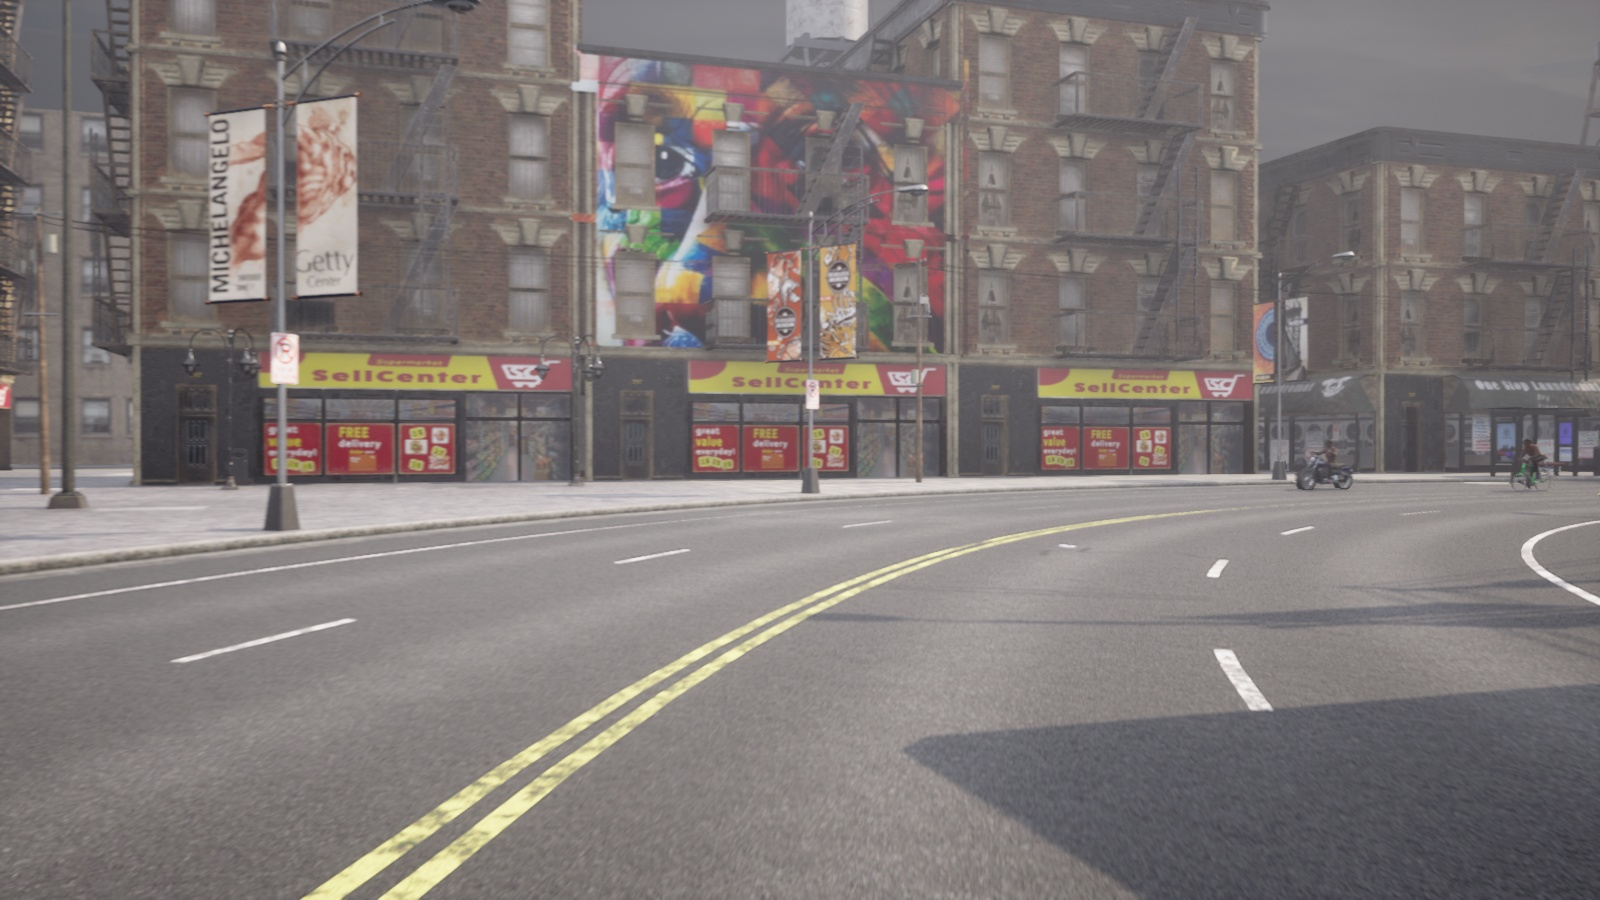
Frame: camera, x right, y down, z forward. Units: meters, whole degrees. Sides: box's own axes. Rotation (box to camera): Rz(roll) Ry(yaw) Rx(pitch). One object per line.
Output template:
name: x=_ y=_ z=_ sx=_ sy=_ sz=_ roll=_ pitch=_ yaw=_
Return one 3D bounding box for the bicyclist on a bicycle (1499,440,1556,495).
bicyclist on a bicycle: x=22.119 y=0.523 z=38.170 sx=1.656 sy=1.620 sz=0.582 roll=0 pitch=1 yaw=-21

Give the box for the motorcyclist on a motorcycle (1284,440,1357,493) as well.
motorcyclist on a motorcycle: x=16.367 y=0.503 z=39.462 sx=2.350 sy=1.649 sz=0.766 roll=0 pitch=1 yaw=-26
